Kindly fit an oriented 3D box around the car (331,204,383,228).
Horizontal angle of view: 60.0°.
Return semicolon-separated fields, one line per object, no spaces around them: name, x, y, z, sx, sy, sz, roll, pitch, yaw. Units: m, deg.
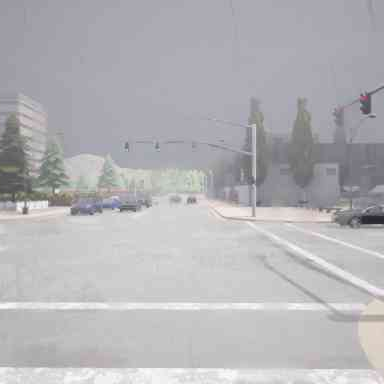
car;11.533;1.499;21.335;4.902;1.511;2.128;0;0;-1

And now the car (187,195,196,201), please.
car;-0.053;1.434;76.837;1.994;1.385;4.181;0;0;0

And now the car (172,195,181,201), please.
car;-3.553;1.434;76.835;1.994;1.385;4.181;0;0;0

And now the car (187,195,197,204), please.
car;-0.046;1.501;66.467;1.882;1.535;5.008;0;0;0

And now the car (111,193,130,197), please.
car;-10.621;1.370;51.616;2.097;1.767;4.553;0;0;0

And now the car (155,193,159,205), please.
car;-7.099;1.242;59.053;2.150;2.045;5.566;0;0;1

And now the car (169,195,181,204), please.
car;-3.546;1.528;66.465;1.837;1.490;4.892;0;0;0

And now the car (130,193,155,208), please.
car;-7.109;1.238;48.396;2.150;2.045;5.566;0;0;0

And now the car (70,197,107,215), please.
car;-10.681;1.364;33.966;2.097;1.767;4.553;0;0;2

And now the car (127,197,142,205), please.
car;-10.603;1.585;61.501;1.994;1.385;4.181;0;0;0

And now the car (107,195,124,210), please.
car;-10.621;1.493;43.101;1.882;1.535;5.008;0;0;0

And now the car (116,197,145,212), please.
car;-7.110;1.614;38.659;1.895;1.301;4.718;0;0;0
